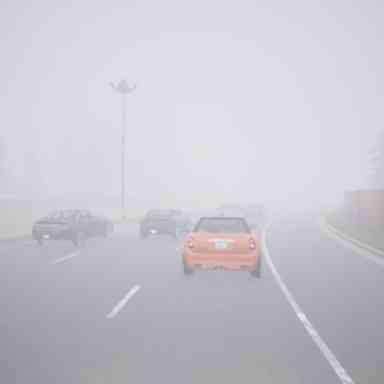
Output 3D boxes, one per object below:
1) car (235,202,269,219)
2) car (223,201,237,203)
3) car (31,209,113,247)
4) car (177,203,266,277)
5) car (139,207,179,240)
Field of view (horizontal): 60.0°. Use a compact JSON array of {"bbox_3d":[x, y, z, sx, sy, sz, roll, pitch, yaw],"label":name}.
[{"bbox_3d":[5.533,1.727,29.319,2.033,1.411,5.357,0,0,20],"label":"car"},{"bbox_3d":[4.198,1.684,35.225,1.882,1.535,5.008,0,0,23],"label":"car"},{"bbox_3d":[-5.328,1.555,15.495,2.128,1.511,4.902,0,0,10],"label":"car"},{"bbox_3d":[1.015,1.414,10.687,2.097,1.767,4.553,0,0,7],"label":"car"},{"bbox_3d":[-1.321,1.597,17.827,1.837,1.490,4.892,0,0,11],"label":"car"}]
